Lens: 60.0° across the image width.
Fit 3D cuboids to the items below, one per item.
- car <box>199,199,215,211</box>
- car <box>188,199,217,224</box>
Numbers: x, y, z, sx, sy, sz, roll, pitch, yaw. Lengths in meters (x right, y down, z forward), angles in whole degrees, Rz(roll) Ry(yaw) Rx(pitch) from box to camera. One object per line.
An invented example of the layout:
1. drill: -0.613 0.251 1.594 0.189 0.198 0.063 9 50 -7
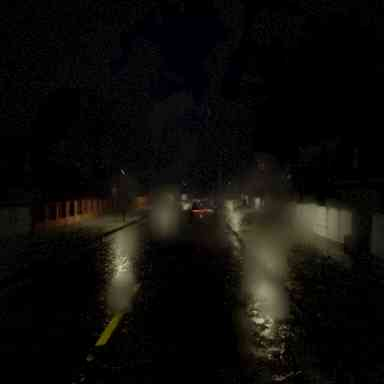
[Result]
1. car: 1.933 1.530 41.374 1.895 1.301 4.718 0 0 5
2. car: 0.762 1.444 24.030 2.128 1.511 4.902 0 0 3
